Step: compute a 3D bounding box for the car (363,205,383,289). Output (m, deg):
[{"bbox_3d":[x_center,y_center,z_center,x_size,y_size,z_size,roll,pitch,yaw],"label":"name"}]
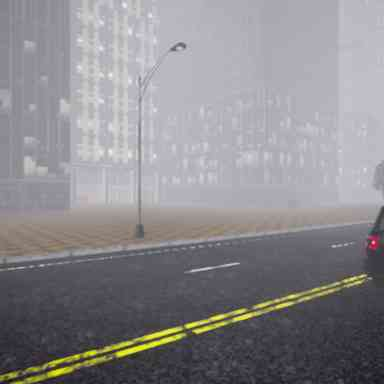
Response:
[{"bbox_3d":[6.298,1.236,7.933,5.566,2.045,2.150,0,0,-36],"label":"car"}]
